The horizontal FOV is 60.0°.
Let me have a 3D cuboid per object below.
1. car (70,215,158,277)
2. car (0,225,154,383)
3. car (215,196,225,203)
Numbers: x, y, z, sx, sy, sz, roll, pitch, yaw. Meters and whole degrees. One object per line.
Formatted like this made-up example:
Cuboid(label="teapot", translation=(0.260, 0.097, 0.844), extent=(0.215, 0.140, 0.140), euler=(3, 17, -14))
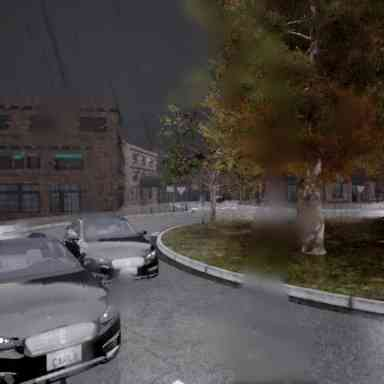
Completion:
Cuboid(label="car", translation=(-2.516, 1.457, 9.490), extent=(2.128, 1.511, 4.902), euler=(0, 1, -27))
Cuboid(label="car", translation=(-2.870, 1.484, 5.444), extent=(2.128, 1.511, 4.902), euler=(0, 0, -38))
Cuboid(label="car", translation=(5.359, 1.483, 66.910), extent=(1.882, 1.535, 5.008), euler=(0, -1, 17))
